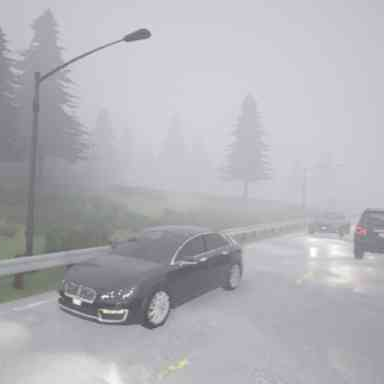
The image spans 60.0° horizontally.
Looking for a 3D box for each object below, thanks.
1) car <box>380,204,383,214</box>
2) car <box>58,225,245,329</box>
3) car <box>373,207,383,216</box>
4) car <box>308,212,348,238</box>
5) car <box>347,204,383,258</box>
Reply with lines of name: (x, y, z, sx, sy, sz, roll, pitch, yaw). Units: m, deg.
car: (42.391, 3.623, 72.553, 2.150, 2.045, 5.566, 2, -1, 33)
car: (-0.473, 1.544, 7.264, 1.837, 1.490, 4.892, 2, 0, 33)
car: (33.776, 3.474, 59.413, 2.033, 1.411, 5.357, 2, -1, 33)
car: (8.989, 2.033, 21.545, 1.994, 1.385, 4.181, 2, -1, 33)
car: (8.323, 1.697, 14.090, 2.150, 2.045, 5.566, 2, 0, 34)
